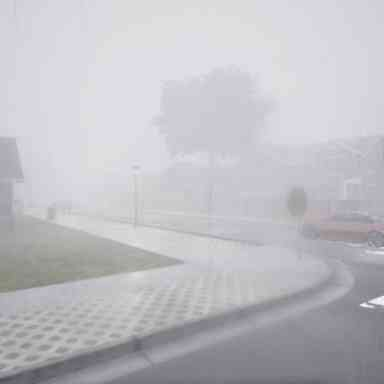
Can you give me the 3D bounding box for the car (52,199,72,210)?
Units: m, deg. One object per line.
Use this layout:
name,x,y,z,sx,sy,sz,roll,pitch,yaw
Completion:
car,-18.417,1.719,47.100,1.837,1.490,4.892,-1,0,-35

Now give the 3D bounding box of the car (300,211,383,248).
car,6.840,1.520,14.514,1.994,1.385,4.181,-2,1,-42
